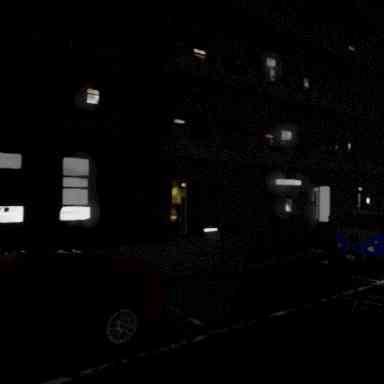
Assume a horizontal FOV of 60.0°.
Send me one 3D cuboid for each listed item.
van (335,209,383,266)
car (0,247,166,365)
[{"bbox_3d":[6.457,1.450,11.163,3.998,1.788,1.690,1,0,-36],"label":"van"},{"bbox_3d":[-2.536,1.550,4.747,4.507,1.381,1.887,1,0,-36],"label":"car"}]
